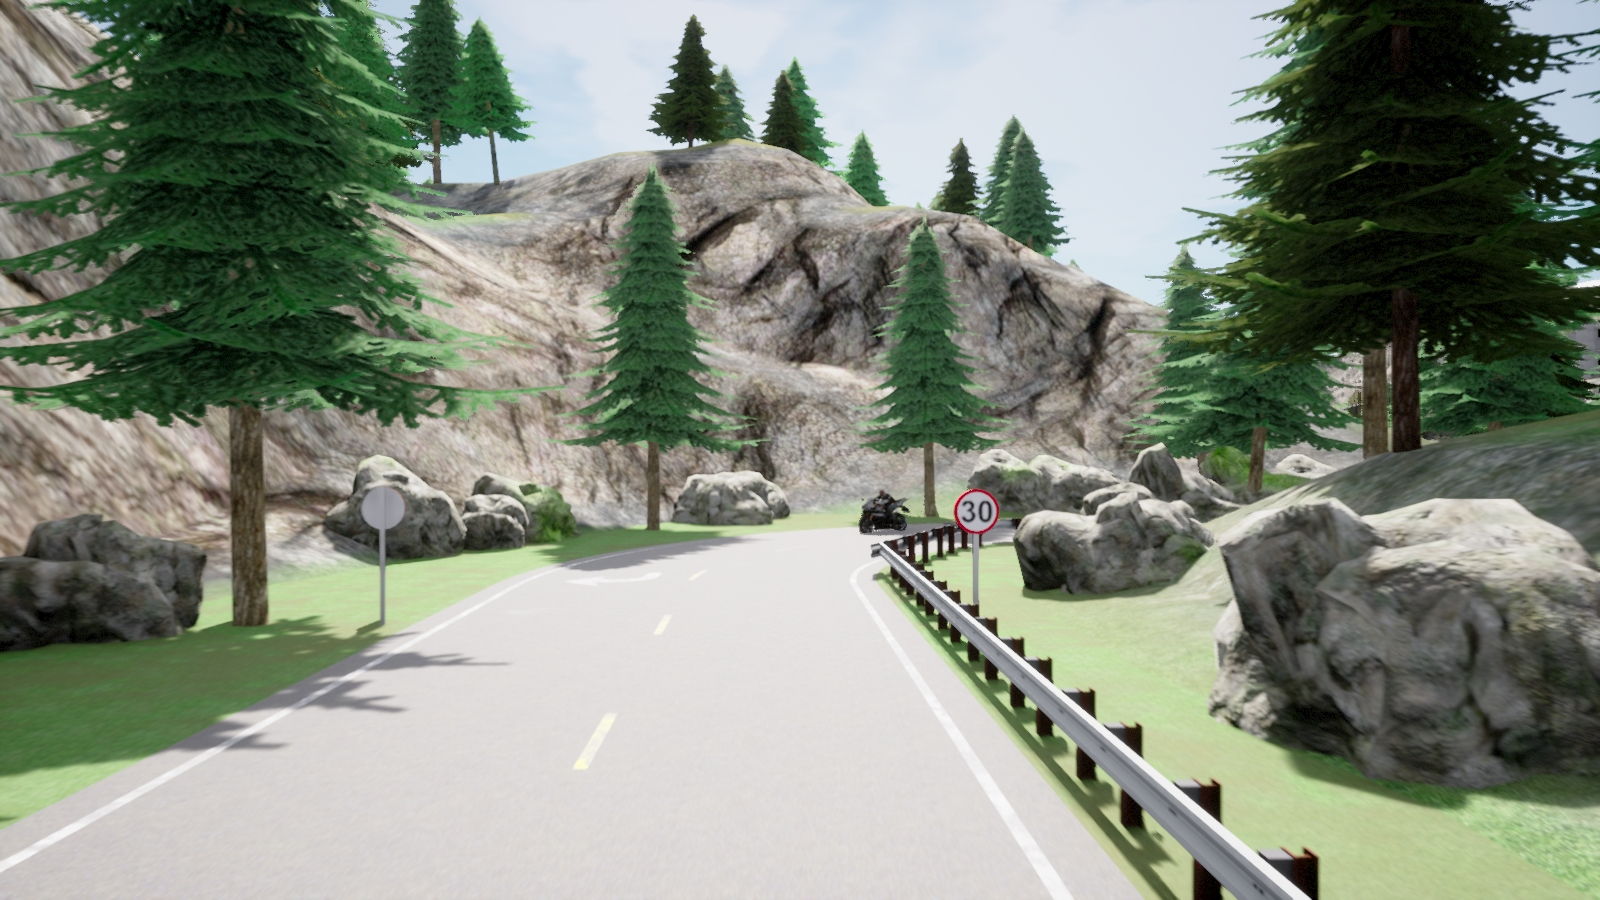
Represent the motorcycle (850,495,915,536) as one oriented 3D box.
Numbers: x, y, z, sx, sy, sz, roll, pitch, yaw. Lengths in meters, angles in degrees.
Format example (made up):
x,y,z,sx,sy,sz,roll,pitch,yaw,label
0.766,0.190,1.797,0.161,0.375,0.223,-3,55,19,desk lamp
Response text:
x,y,z,sx,sy,sz,roll,pitch,yaw,label
2.793,2.203,38.655,2.209,1.251,0.867,0,1,-40,motorcycle
